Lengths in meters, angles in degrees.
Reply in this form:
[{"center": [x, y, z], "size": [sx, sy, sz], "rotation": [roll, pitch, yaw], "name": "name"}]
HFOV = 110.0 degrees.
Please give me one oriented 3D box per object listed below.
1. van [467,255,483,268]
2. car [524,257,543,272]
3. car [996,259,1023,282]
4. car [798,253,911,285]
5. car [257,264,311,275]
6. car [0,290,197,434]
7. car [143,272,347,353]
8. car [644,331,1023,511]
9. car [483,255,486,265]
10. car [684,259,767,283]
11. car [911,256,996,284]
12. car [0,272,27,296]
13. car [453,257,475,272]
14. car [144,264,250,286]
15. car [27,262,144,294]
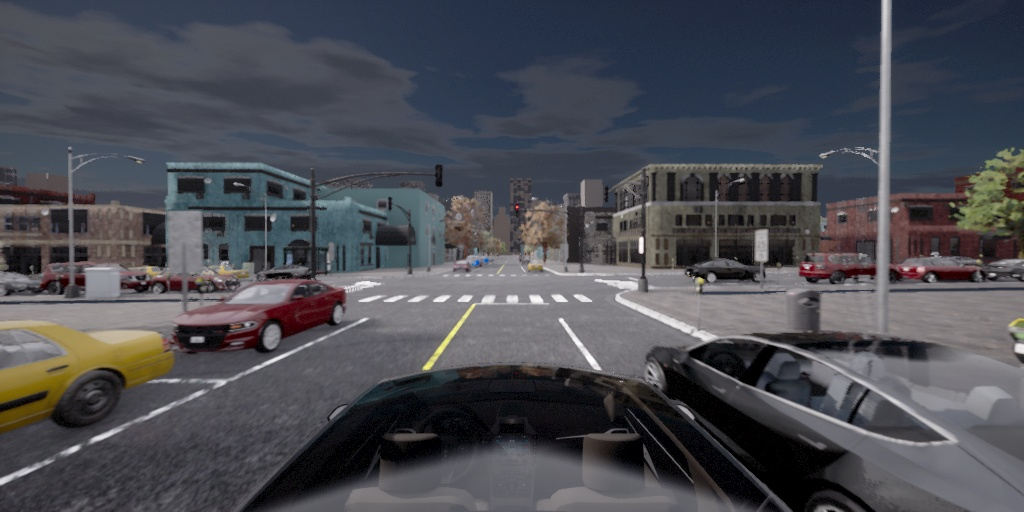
[{"center": [-5.694, 0.841, 52.347], "size": [1.690, 1.789, 3.998], "rotation": [0, 0, 0], "name": "van"}, {"center": [2.687, 1.081, 41.426], "size": [1.751, 1.417, 4.829], "rotation": [0, 0, 0], "name": "car"}, {"center": [31.029, 0.852, 21.572], "size": [4.403, 1.370, 2.007], "rotation": [0, 0, -1], "name": "car"}, {"center": [19.944, 0.750, 21.372], "size": [5.009, 1.841, 2.192], "rotation": [0, 0, -1], "name": "car"}, {"center": [-18.193, 1.341, 29.067], "size": [4.313, 1.339, 1.948], "rotation": [0, 0, -1], "name": "car"}, {"center": [-5.688, 1.268, 3.022], "size": [1.751, 1.417, 4.829], "rotation": [0, 0, 0], "name": "car"}, {"center": [-5.688, 1.260, 8.736], "size": [1.888, 1.381, 4.507], "rotation": [0, 0, 0], "name": "car"}, {"center": [2.694, 1.309, 3.193], "size": [1.948, 1.339, 4.313], "rotation": [0, 0, 0], "name": "car"}, {"center": [-5.696, 1.017, 57.894], "size": [1.888, 1.381, 4.507], "rotation": [0, 0, 0], "name": "car"}, {"center": [14.203, 0.945, 23.950], "size": [5.008, 1.535, 1.882], "rotation": [-1, 1, -1], "name": "car"}, {"center": [25.486, 0.808, 21.472], "size": [4.097, 1.591, 1.967], "rotation": [0, 0, -1], "name": "car"}, {"center": [-29.378, 1.575, 20.518], "size": [4.403, 1.370, 2.007], "rotation": [0, 0, -1], "name": "car"}, {"center": [-5.693, 1.137, 41.254], "size": [1.802, 1.307, 4.207], "rotation": [0, 0, 0], "name": "car"}, {"center": [-18.073, 1.330, 20.721], "size": [4.097, 1.591, 1.967], "rotation": [0, 0, -1], "name": "car"}, {"center": [-23.725, 1.272, 20.619], "size": [5.009, 1.841, 2.192], "rotation": [0, 0, -1], "name": "car"}]
